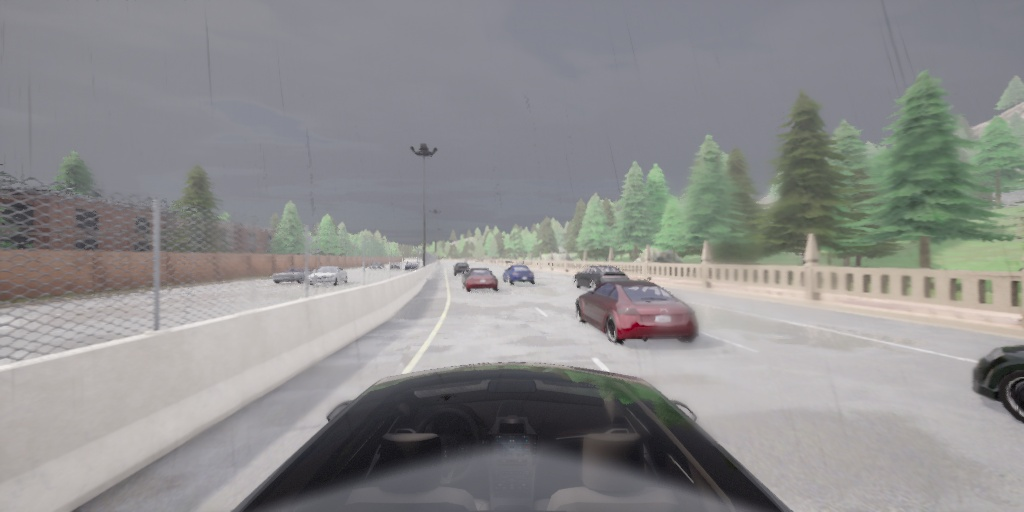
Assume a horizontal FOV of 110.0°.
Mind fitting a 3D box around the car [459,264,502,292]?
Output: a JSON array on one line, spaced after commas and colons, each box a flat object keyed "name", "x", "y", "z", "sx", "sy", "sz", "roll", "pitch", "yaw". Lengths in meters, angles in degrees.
[{"name": "car", "x": -2.091, "y": 1.437, "z": 22.806, "sx": 1.994, "sy": 1.385, "sz": 4.181, "roll": 0, "pitch": 0, "yaw": -11}]

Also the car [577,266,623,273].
[{"name": "car", "x": 5.127, "y": 1.316, "z": 21.264, "sx": 2.128, "sy": 1.511, "sz": 4.902, "roll": 0, "pitch": 0, "yaw": -9}]

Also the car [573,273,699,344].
[{"name": "car", "x": 3.098, "y": 1.339, "z": 9.720, "sx": 1.994, "sy": 1.385, "sz": 4.181, "roll": 0, "pitch": 0, "yaw": -5}]

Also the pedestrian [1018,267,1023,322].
[{"name": "pedestrian", "x": 13.650, "y": 0.856, "z": 9.404, "sx": 0.375, "sy": 1.860, "sz": 0.375, "roll": 0, "pitch": 0, "yaw": -4}]

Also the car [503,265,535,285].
[{"name": "car", "x": 0.473, "y": 1.408, "z": 27.460, "sx": 1.812, "sy": 1.442, "sz": 4.674, "roll": 0, "pitch": 0, "yaw": -10}]

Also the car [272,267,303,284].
[{"name": "car", "x": -17.943, "y": 1.598, "z": 29.856, "sx": 1.895, "sy": 1.301, "sz": 4.718, "roll": 0, "pitch": 0, "yaw": -11}]

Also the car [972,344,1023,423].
[{"name": "car", "x": 6.929, "y": 1.281, "z": 2.813, "sx": 1.994, "sy": 1.385, "sz": 4.181, "roll": 0, "pitch": 0, "yaw": 0}]

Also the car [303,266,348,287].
[{"name": "car", "x": -13.925, "y": 1.488, "z": 27.454, "sx": 1.812, "sy": 1.442, "sz": 4.674, "roll": 0, "pitch": -1, "yaw": -11}]

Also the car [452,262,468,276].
[{"name": "car", "x": -5.892, "y": 1.503, "z": 42.209, "sx": 1.837, "sy": 1.490, "sz": 4.892, "roll": 0, "pitch": 0, "yaw": -10}]

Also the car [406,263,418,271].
[{"name": "car", "x": -16.287, "y": 1.741, "z": 58.903, "sx": 1.895, "sy": 1.301, "sz": 4.718, "roll": 0, "pitch": 0, "yaw": -10}]
